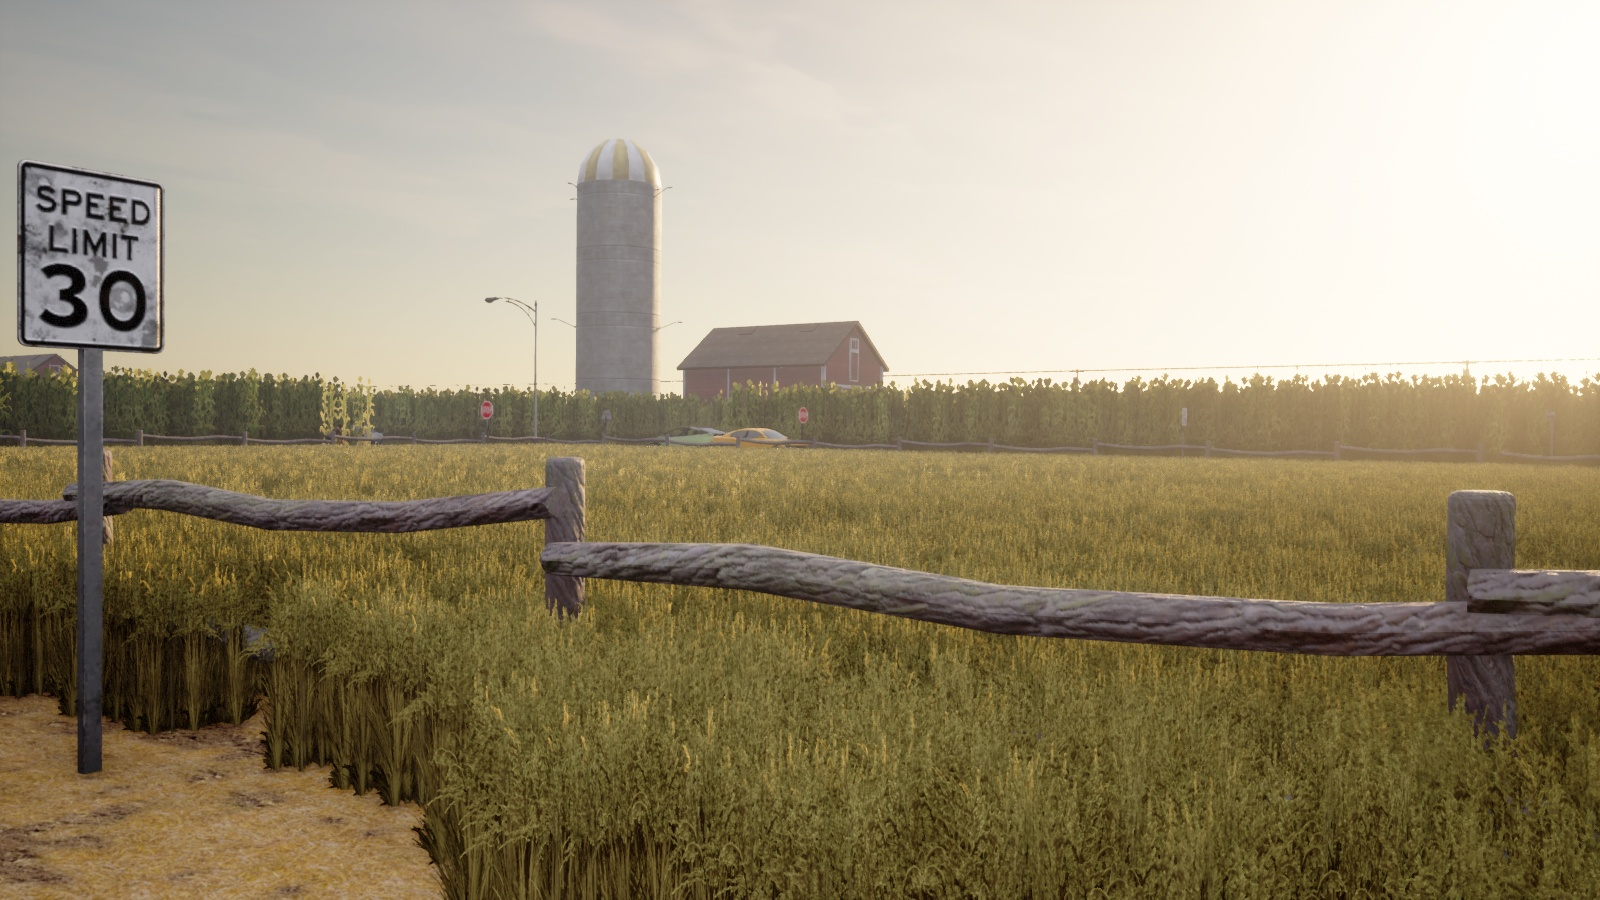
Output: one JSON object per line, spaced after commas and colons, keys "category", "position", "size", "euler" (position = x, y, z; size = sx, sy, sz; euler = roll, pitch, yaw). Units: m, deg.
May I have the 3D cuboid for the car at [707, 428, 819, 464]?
{"category": "car", "position": [-1.706, -0.211, 56.927], "size": [5.008, 1.535, 1.882], "euler": [1, 1, 36]}

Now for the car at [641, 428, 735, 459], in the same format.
{"category": "car", "position": [-5.692, -0.361, 63.591], "size": [4.514, 1.525, 2.007], "euler": [1, 1, 36]}

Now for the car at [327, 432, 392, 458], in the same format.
{"category": "car", "position": [-26.118, -0.291, 74.386], "size": [3.633, 1.501, 1.845], "euler": [0, 1, 36]}
